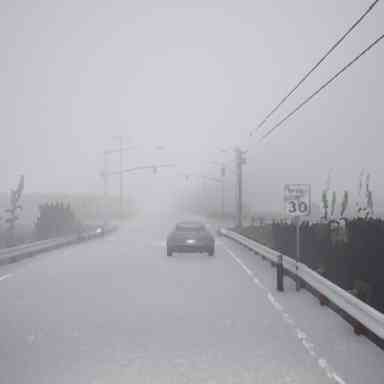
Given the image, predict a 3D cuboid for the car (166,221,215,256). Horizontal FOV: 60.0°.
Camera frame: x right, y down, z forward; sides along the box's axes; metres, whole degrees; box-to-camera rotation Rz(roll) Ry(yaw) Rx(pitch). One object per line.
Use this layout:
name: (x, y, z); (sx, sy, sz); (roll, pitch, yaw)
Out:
car: (-0.095, 1.963, 14.710); (1.994, 1.385, 4.181); (0, -3, -1)
